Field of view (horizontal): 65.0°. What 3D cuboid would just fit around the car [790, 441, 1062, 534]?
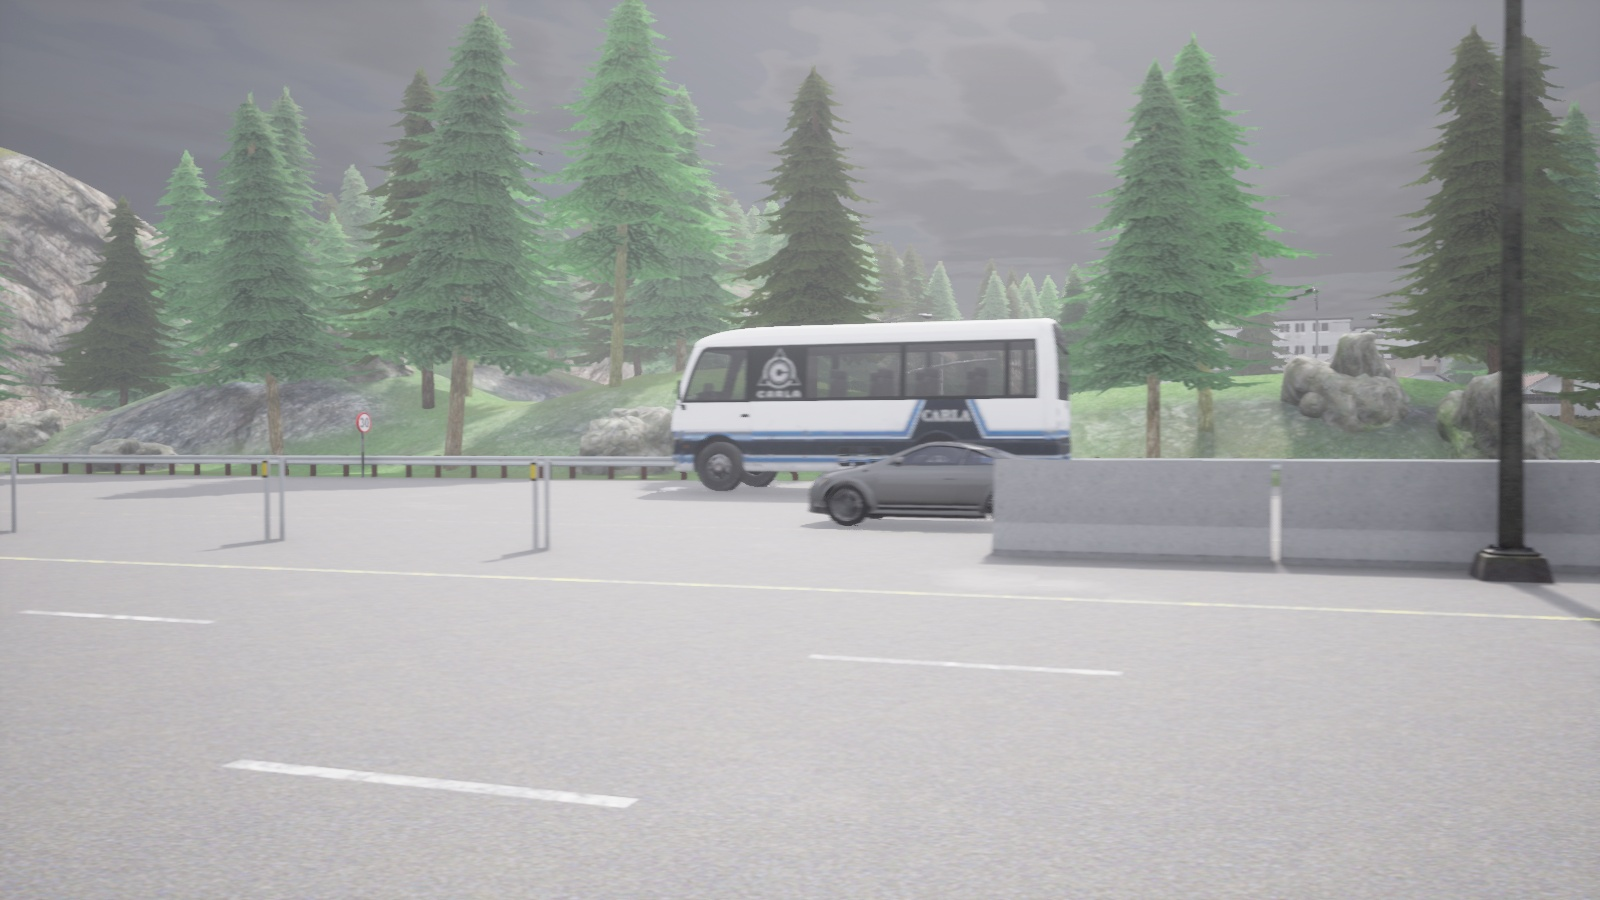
[{"bbox_3d":[2.129,0.563,20.941,4.181,1.385,1.994,0,1,19],"label":"car"}]

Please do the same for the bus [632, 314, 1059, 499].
[{"bbox_3d":[1.207,-1.063,32.312,10.273,4.253,3.944,0,1,18],"label":"bus"}]
